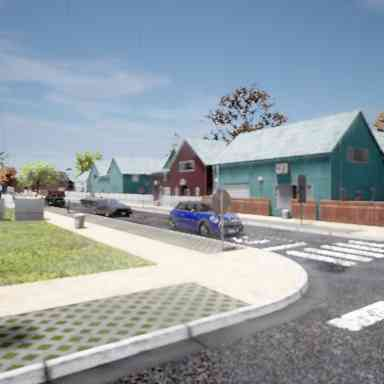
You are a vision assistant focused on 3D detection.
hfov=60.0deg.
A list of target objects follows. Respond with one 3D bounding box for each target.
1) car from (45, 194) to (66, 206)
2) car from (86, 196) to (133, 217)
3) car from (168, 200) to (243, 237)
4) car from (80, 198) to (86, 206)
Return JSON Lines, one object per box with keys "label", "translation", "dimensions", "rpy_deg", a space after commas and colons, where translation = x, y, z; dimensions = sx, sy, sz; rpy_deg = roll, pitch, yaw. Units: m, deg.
{"label": "car", "translation": [-18.261, 1.035, 44.375], "dimensions": [1.837, 1.490, 4.892], "rpy_deg": [0, 0, -35]}
{"label": "car", "translation": [-6.957, 1.304, 28.408], "dimensions": [2.033, 1.411, 5.357], "rpy_deg": [-1, 1, -35]}
{"label": "car", "translation": [0.630, 1.273, 17.735], "dimensions": [2.097, 1.767, 4.553], "rpy_deg": [-1, 1, -35]}
{"label": "car", "translation": [-12.276, 1.178, 40.935], "dimensions": [1.895, 1.301, 4.718], "rpy_deg": [-1, 1, -36]}
